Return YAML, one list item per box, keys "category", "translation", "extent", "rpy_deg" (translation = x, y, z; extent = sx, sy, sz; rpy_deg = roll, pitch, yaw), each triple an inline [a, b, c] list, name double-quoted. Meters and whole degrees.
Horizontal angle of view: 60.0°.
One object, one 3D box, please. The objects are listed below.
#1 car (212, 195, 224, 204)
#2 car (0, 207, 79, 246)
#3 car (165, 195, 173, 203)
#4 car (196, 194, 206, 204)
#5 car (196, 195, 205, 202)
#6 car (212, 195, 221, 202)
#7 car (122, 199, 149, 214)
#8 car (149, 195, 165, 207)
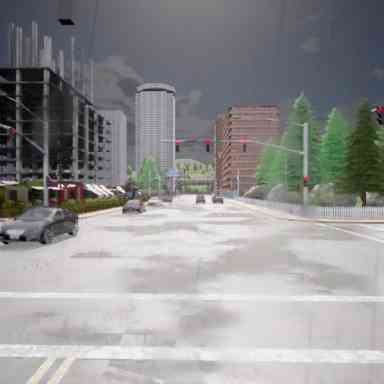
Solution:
- category: "car"
  translation: [5.203, 1.526, 65.757]
  extent: [1.812, 1.442, 4.674]
  rpy_deg: [0, 0, 1]
- category: "car"
  translation: [-6.857, 1.491, 15.475]
  extent: [2.128, 1.511, 4.902]
  rpy_deg: [0, 0, 2]
- category: "car"
  translation: [-5.213, 1.393, 69.333]
  extent: [2.097, 1.767, 4.553]
  rpy_deg: [0, 0, 1]
- category: "car"
  translation: [1.697, 1.601, 65.523]
  extent: [1.895, 1.301, 4.718]
  rpy_deg: [0, 0, 1]
- category: "car"
  translation: [1.918, 1.326, 74.708]
  extent: [1.837, 1.490, 4.892]
  rpy_deg: [0, 0, 1]
- category: "car"
  translation: [5.418, 1.422, 74.654]
  extent: [1.895, 1.301, 4.718]
  rpy_deg: [0, 0, 1]
- category: "car"
  translation: [-6.128, 1.526, 35.523]
  extent: [1.812, 1.442, 4.674]
  rpy_deg: [0, 0, 1]
- category: "car"
  translation: [-5.736, 1.525, 51.265]
  extent: [1.812, 1.442, 4.674]
  rpy_deg: [0, 0, 1]
